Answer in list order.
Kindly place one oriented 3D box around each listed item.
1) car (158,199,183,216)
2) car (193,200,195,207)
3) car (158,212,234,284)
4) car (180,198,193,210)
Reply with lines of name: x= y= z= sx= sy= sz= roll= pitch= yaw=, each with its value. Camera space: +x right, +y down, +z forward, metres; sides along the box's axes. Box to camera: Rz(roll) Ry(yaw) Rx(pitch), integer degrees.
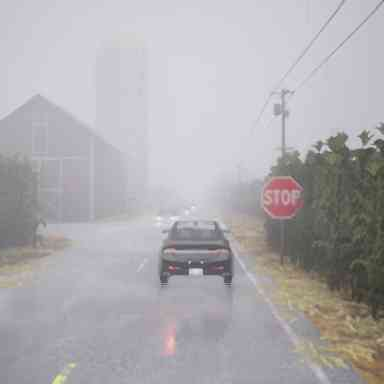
car: x=-2.427 y=1.806 z=35.832 sx=1.812 sy=1.442 sz=4.674 roll=0 pitch=0 yaw=6
car: x=-0.377 y=2.098 z=63.583 sx=1.895 sy=1.301 sz=4.718 roll=0 pitch=0 yaw=3
car: x=0.118 y=1.570 z=9.809 sx=2.128 sy=1.511 sz=4.902 roll=0 pitch=0 yaw=1
car: x=-1.423 y=1.736 z=49.221 sx=2.097 sy=1.767 sz=4.553 roll=0 pitch=0 yaw=5
